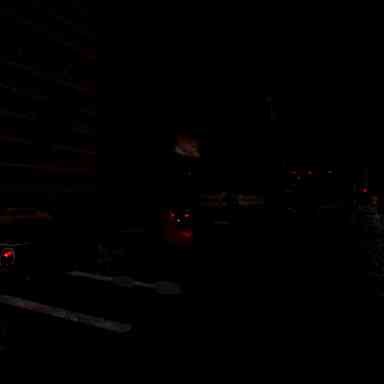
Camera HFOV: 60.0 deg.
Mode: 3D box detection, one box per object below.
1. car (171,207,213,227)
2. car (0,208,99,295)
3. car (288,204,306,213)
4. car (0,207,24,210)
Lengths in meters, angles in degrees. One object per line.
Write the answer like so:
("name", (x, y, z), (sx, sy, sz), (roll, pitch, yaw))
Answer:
("car", (0.064, 1.909, 26.397), (1.812, 1.442, 4.674), (0, -1, 27))
("car", (-4.434, 1.491, 9.371), (2.097, 1.767, 4.553), (1, -1, 9))
("car", (15.094, 2.362, 47.607), (1.895, 1.301, 4.718), (0, -1, 28))
("car", (-11.152, 1.701, 20.478), (1.882, 1.535, 5.008), (0, -1, 28))
